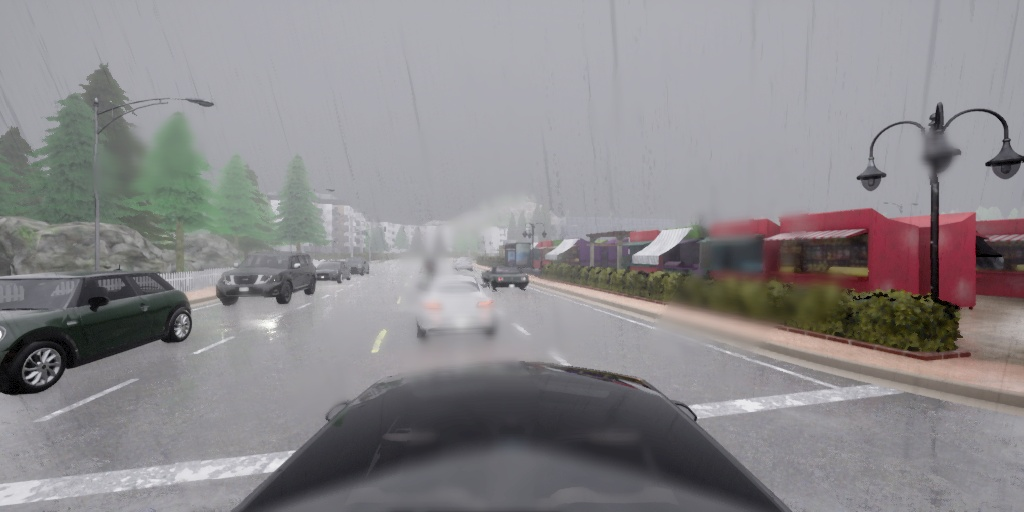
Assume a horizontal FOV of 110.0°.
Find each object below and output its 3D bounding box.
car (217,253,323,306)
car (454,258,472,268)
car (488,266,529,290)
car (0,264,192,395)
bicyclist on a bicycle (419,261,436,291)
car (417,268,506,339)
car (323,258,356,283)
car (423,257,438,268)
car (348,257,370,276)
[{"bbox_3d":[-10.366,0.876,15.728,2.150,2.045,5.566,0,0,-14],"label":"car"},{"bbox_3d":[-5.787,0.987,42.182,1.812,1.442,4.674,0,0,-13],"label":"car"},{"bbox_3d":[-0.544,1.221,20.620,1.895,1.301,4.718,0,0,-14],"label":"car"},{"bbox_3d":[-8.096,1.076,6.311,2.097,1.767,4.553,0,0,-13],"label":"car"},{"bbox_3d":[-4.568,1.079,19.707,0.582,1.620,1.656,0,1,24],"label":"bicyclist on a bicycle"},{"bbox_3d":[-1.602,1.224,9.896,1.812,1.442,4.674,0,0,-13],"label":"car"},{"bbox_3d":[-12.704,1.088,25.338,1.837,1.490,4.892,0,0,-14],"label":"car"},{"bbox_3d":[-11.532,0.901,50.815,1.837,1.490,4.892,0,0,-13],"label":"car"},{"bbox_3d":[-14.632,0.877,33.311,2.097,1.767,4.553,0,0,-13],"label":"car"}]
